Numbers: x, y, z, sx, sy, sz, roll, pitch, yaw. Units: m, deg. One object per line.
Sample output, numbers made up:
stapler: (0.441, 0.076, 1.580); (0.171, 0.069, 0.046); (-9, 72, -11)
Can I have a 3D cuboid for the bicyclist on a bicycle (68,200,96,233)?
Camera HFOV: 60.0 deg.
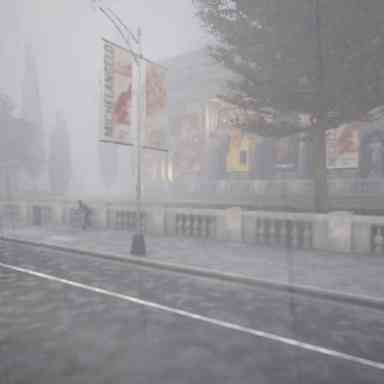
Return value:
bicyclist on a bicycle: (-5.518, 1.221, 16.778); (0.582, 1.620, 1.656); (0, 1, 35)
